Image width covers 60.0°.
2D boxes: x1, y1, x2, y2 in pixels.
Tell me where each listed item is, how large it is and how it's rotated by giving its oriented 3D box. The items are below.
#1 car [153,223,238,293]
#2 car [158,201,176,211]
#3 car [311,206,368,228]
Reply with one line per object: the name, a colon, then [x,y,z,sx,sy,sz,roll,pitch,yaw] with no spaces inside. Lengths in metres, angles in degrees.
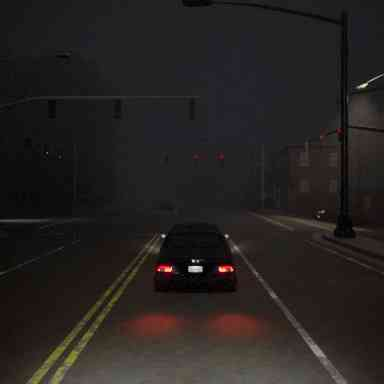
car: [0.083,1.547,8.988,2.033,1.411,5.357,0,0,0]
car: [-3.538,2.008,45.961,1.812,1.442,4.674,0,-4,0]
car: [13.038,1.986,29.447,4.553,1.767,2.097,8,0,1]
